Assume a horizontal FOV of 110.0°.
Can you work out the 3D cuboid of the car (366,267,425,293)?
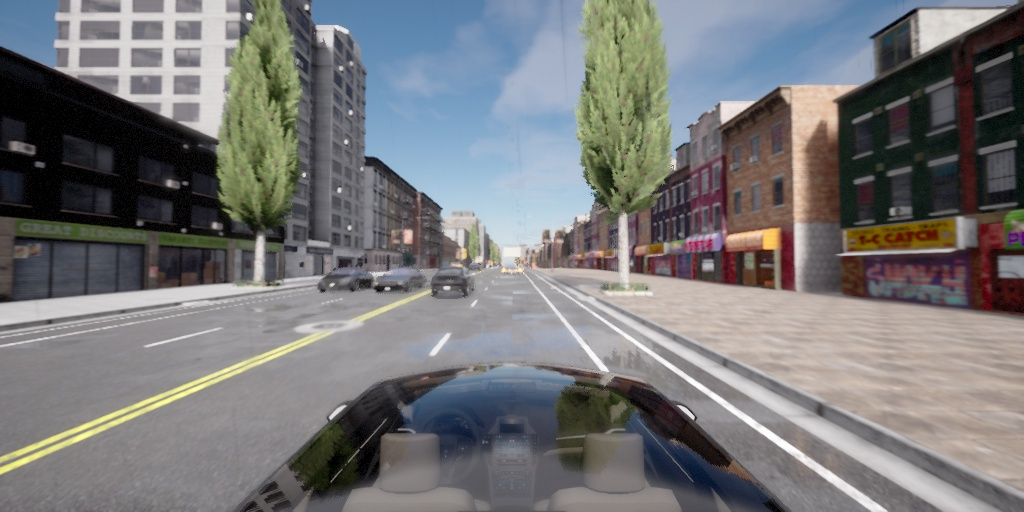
[{"bbox_3d":[-6.597,1.381,21.672,2.033,1.411,5.357,0,0,0],"label":"car"}]

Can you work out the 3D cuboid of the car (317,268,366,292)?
[{"bbox_3d":[-9.845,1.397,21.607,1.994,1.385,4.181,0,0,0],"label":"car"}]

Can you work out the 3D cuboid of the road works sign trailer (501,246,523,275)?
[{"bbox_3d":[0.002,0.522,44.936,2.380,3.560,2.880,0,0,0],"label":"road works sign trailer"}]

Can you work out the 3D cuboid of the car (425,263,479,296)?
[{"bbox_3d":[-3.150,1.325,19.765,1.837,1.490,4.892,0,0,0],"label":"car"}]

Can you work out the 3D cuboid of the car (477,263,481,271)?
[{"bbox_3d":[-6.531,1.922,62.424,1.994,1.385,4.181,0,-1,1],"label":"car"}]
